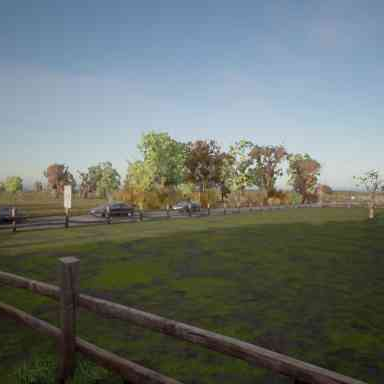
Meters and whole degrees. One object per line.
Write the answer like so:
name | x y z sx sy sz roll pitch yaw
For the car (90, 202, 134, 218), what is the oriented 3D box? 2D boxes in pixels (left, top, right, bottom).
car | -8.118 1.826 34.142 1.837 1.490 4.892 1 0 35

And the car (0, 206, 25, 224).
car | -14.726 1.722 24.730 1.994 1.385 4.181 1 0 33

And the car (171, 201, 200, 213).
car | -0.775 1.994 44.455 2.128 1.511 4.902 1 0 36
